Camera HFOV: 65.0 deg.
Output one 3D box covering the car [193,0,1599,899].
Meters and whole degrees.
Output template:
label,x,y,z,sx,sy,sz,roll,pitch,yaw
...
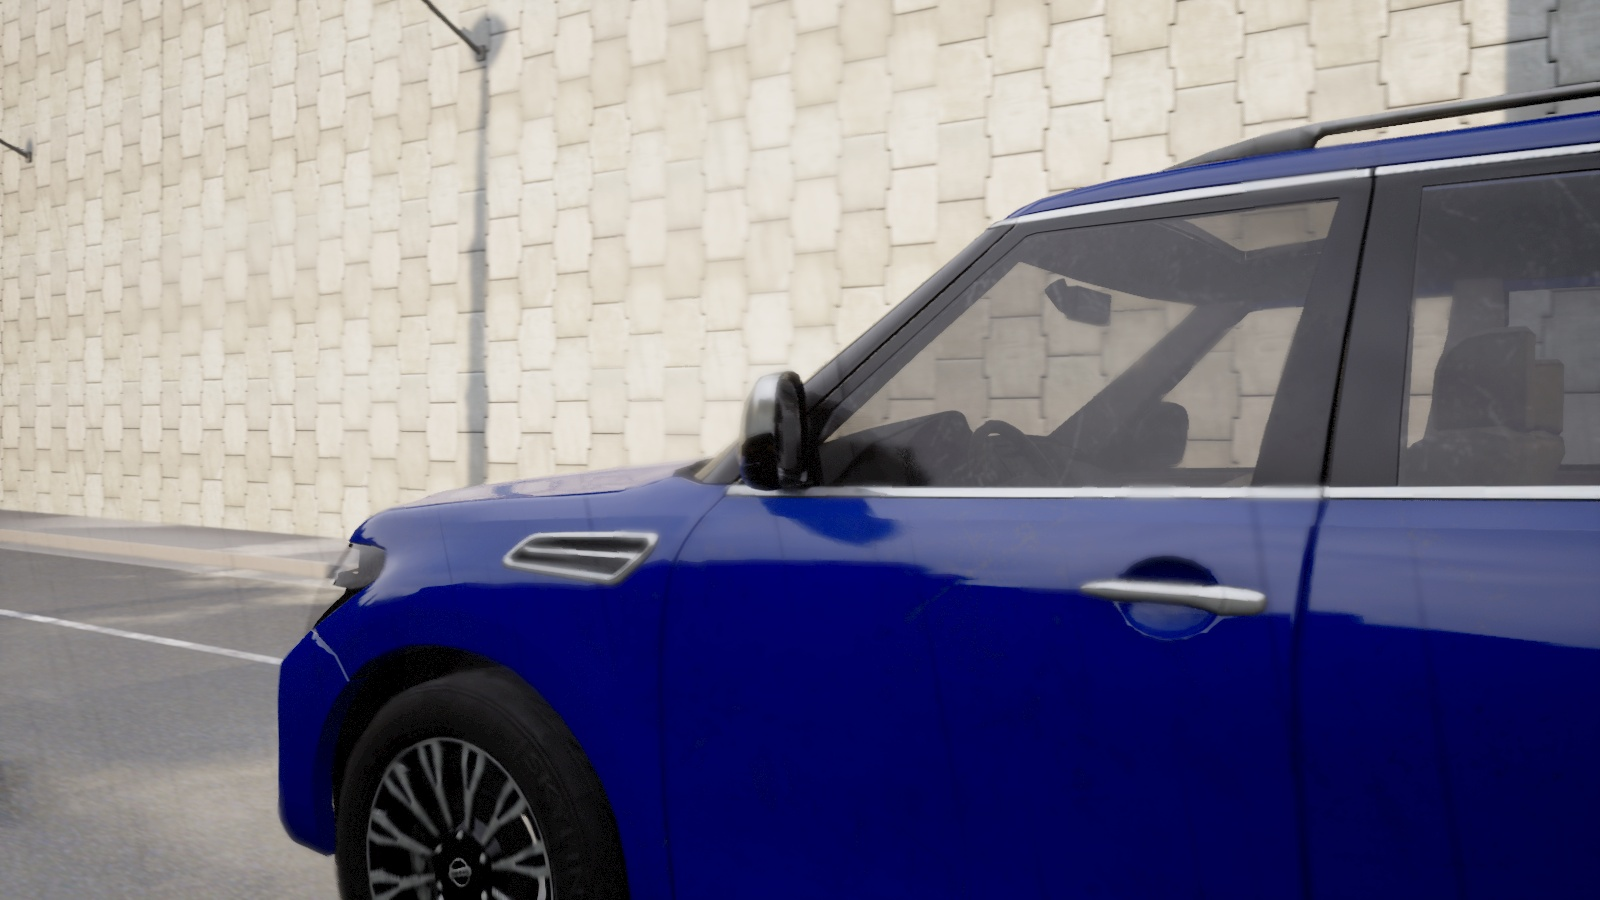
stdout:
label,x,y,z,sx,sy,sz,roll,pitch,yaw
car,1.277,0.401,2.768,5.566,2.045,2.150,0,1,34
